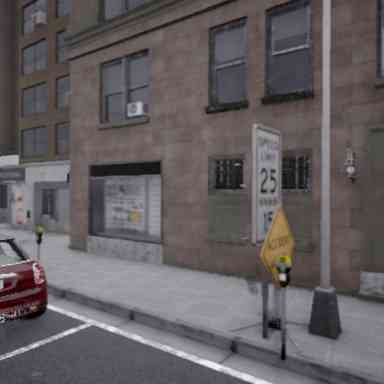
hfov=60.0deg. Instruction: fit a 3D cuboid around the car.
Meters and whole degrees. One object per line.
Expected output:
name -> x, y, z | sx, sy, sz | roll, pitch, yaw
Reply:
car -> -4.502, 1.410, 6.055 | 4.097, 1.590, 1.967 | 0, 0, 35
